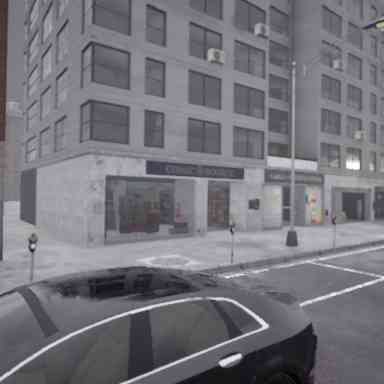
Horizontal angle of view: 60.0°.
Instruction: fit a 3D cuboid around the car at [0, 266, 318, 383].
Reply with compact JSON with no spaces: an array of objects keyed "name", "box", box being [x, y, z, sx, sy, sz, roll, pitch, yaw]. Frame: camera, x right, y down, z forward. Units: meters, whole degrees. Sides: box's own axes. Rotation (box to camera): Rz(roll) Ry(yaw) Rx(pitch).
[{"name":"car","box":[-0.954,1.510,2.703,4.892,1.490,1.837,0,0,-36]}]
